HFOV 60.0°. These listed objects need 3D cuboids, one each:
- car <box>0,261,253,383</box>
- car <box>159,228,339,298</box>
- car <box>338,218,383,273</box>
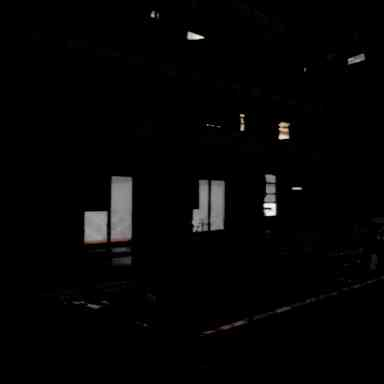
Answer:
[{"bbox_3d":[-1.977,1.528,1.960,4.674,1.442,1.812,0,0,-35],"label":"car"},{"bbox_3d":[1.046,1.553,7.289,4.313,1.339,1.947,0,1,-35],"label":"car"},{"bbox_3d":[5.582,1.524,10.521,4.403,1.369,2.008,0,1,-35],"label":"car"}]
